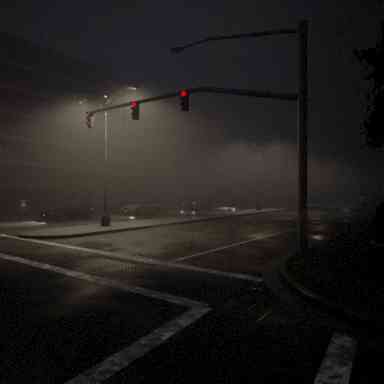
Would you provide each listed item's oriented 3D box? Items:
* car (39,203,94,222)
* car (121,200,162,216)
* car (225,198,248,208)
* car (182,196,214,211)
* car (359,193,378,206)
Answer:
[{"bbox_3d":[-9.952,1.564,26.600,1.994,1.385,4.181,0,0,36],"label":"car"},{"bbox_3d":[-4.960,1.524,33.480,1.812,1.442,4.674,0,0,36],"label":"car"},{"bbox_3d":[6.611,1.564,49.404,1.994,1.385,4.181,0,0,36],"label":"car"},{"bbox_3d":[0.772,1.352,41.376,2.097,1.767,4.553,0,0,36],"label":"car"},{"bbox_3d":[28.728,1.221,54.042,2.150,2.045,5.566,0,0,36],"label":"car"}]
